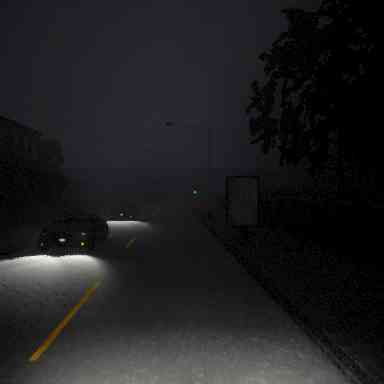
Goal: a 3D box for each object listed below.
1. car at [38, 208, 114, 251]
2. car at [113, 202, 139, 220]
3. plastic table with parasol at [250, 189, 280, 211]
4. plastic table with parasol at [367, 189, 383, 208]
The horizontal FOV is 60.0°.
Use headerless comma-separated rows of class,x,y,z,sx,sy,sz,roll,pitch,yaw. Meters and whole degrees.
car,-4.795,1.564,13.993,1.994,1.385,4.181,0,0,-3
car,-5.512,1.563,27.479,1.994,1.385,4.181,0,0,-3
plastic table with parasol,8.627,0.955,39.399,2.482,2.480,2.482,1,-1,-43
plastic table with parasol,25.882,0.881,45.640,2.482,2.480,2.482,1,-2,-41
